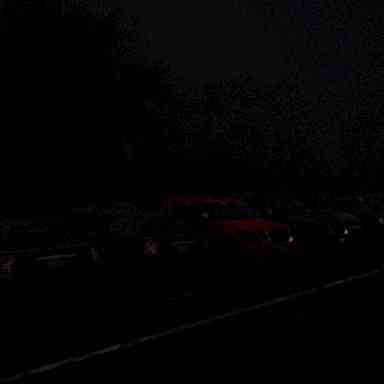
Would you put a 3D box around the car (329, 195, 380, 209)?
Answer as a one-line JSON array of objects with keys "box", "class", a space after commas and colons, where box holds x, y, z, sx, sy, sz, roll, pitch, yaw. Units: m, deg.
[{"box": [19.907, 1.200, 41.046, 1.946, 1.575, 5.366, -1, 0, -36], "class": "car"}]

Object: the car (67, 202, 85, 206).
[{"box": [-7.093, 1.439, 21.532, 2.231, 1.521, 4.892, 0, 0, -36], "class": "car"}]

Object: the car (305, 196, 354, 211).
[{"box": [15.478, 1.290, 37.690, 2.163, 1.488, 4.792, -1, 0, -36], "class": "car"}]

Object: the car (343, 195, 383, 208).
[{"box": [22.276, 1.169, 42.506, 2.097, 1.535, 5.008, -1, 0, -36], "class": "car"}]

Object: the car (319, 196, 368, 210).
[{"box": [17.776, 1.265, 39.261, 2.163, 1.488, 4.792, -1, 0, -36], "class": "car"}]

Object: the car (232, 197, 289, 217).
[{"box": [6.353, 1.335, 31.362, 1.946, 1.575, 5.366, 0, 0, -36], "class": "car"}]

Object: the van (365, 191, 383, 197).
[{"box": [12.152, 1.125, 19.345, 1.878, 1.987, 4.442, 0, 0, -36], "class": "van"}]

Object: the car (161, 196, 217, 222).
[{"box": [-0.333, 1.262, 26.393, 2.185, 1.767, 4.553, 0, 0, -36], "class": "car"}]

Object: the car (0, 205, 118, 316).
[{"box": [-3.726, 1.342, 7.816, 2.185, 1.767, 4.553, 0, 0, -36], "class": "car"}]

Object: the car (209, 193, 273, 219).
[{"box": [4.185, 1.104, 29.620, 2.435, 2.045, 5.566, 0, 0, -36], "class": "car"}]

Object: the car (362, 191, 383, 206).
[{"box": [26.804, 0.844, 45.713, 2.435, 2.045, 5.566, -1, 1, -36], "class": "car"}]

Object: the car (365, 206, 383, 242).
[{"box": [5.381, 1.441, 14.359, 2.002, 1.452, 4.674, 0, 0, -36], "class": "car"}]

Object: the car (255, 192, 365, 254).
[{"box": [3.114, 1.166, 12.707, 2.435, 2.045, 5.566, 0, 0, -36], "class": "car"}]

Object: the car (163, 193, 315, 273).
[{"box": [0.833, 1.183, 11.078, 2.435, 2.045, 5.566, 0, 0, -36], "class": "car"}]

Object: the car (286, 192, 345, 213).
[{"box": [13.252, 1.032, 36.029, 2.435, 2.045, 5.566, -1, 0, -36], "class": "car"}]

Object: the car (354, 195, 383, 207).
[{"box": [24.537, 1.134, 44.121, 2.231, 1.521, 4.892, -1, 1, -36], "class": "car"}]

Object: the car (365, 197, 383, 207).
[{"box": [7.641, 1.258, 16.016, 2.185, 1.767, 4.553, 0, 0, -36], "class": "car"}]

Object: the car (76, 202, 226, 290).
[{"box": [-1.446, 1.325, 9.446, 2.185, 1.767, 4.553, 0, 0, -36], "class": "car"}]

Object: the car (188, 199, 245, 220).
[{"box": [1.962, 1.401, 27.960, 2.163, 1.488, 4.792, 0, 0, -36], "class": "car"}]
